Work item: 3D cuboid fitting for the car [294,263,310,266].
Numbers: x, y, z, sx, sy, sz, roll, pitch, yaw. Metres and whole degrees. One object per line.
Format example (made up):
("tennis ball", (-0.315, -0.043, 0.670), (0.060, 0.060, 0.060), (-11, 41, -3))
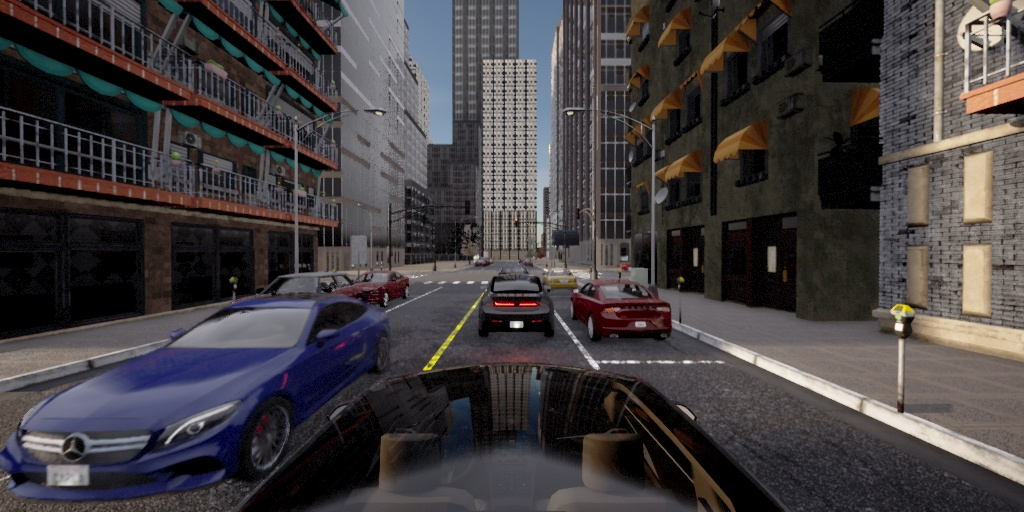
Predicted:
("car", (-23.801, 1.486, 39.612), (4.097, 1.591, 1.967), (0, 0, 0))

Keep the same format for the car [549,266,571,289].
("car", (2.706, 1.269, 20.937), (1.751, 1.417, 4.829), (0, 0, 0))

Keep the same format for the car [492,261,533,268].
("car", (0.115, 1.235, 20.405), (2.128, 1.511, 4.902), (0, 0, 0))

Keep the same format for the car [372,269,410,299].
("car", (-5.680, 1.290, 15.265), (1.888, 1.381, 4.507), (0, 0, 0))

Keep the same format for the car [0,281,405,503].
("car", (-3.092, 1.274, 4.831), (1.812, 1.442, 4.674), (0, 0, 0))

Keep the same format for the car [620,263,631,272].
("car", (14.297, 0.997, 39.899), (4.507, 1.381, 1.888), (0, 0, 0))

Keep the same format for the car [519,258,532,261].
("car", (2.745, 1.173, 64.293), (1.967, 1.591, 4.097), (0, 0, 0))

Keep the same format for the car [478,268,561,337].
("car", (0.107, 1.252, 10.271), (1.837, 1.490, 4.892), (0, 0, 0))

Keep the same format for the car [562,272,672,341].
("car", (2.697, 1.292, 9.720), (1.888, 1.381, 4.507), (0, 0, 0))

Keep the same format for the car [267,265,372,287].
("car", (-5.685, 1.187, 9.742), (1.967, 1.591, 4.097), (0, 0, 0))

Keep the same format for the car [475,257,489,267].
("car", (-5.635, 1.278, 64.302), (1.888, 1.381, 4.507), (0, 0, 0))
